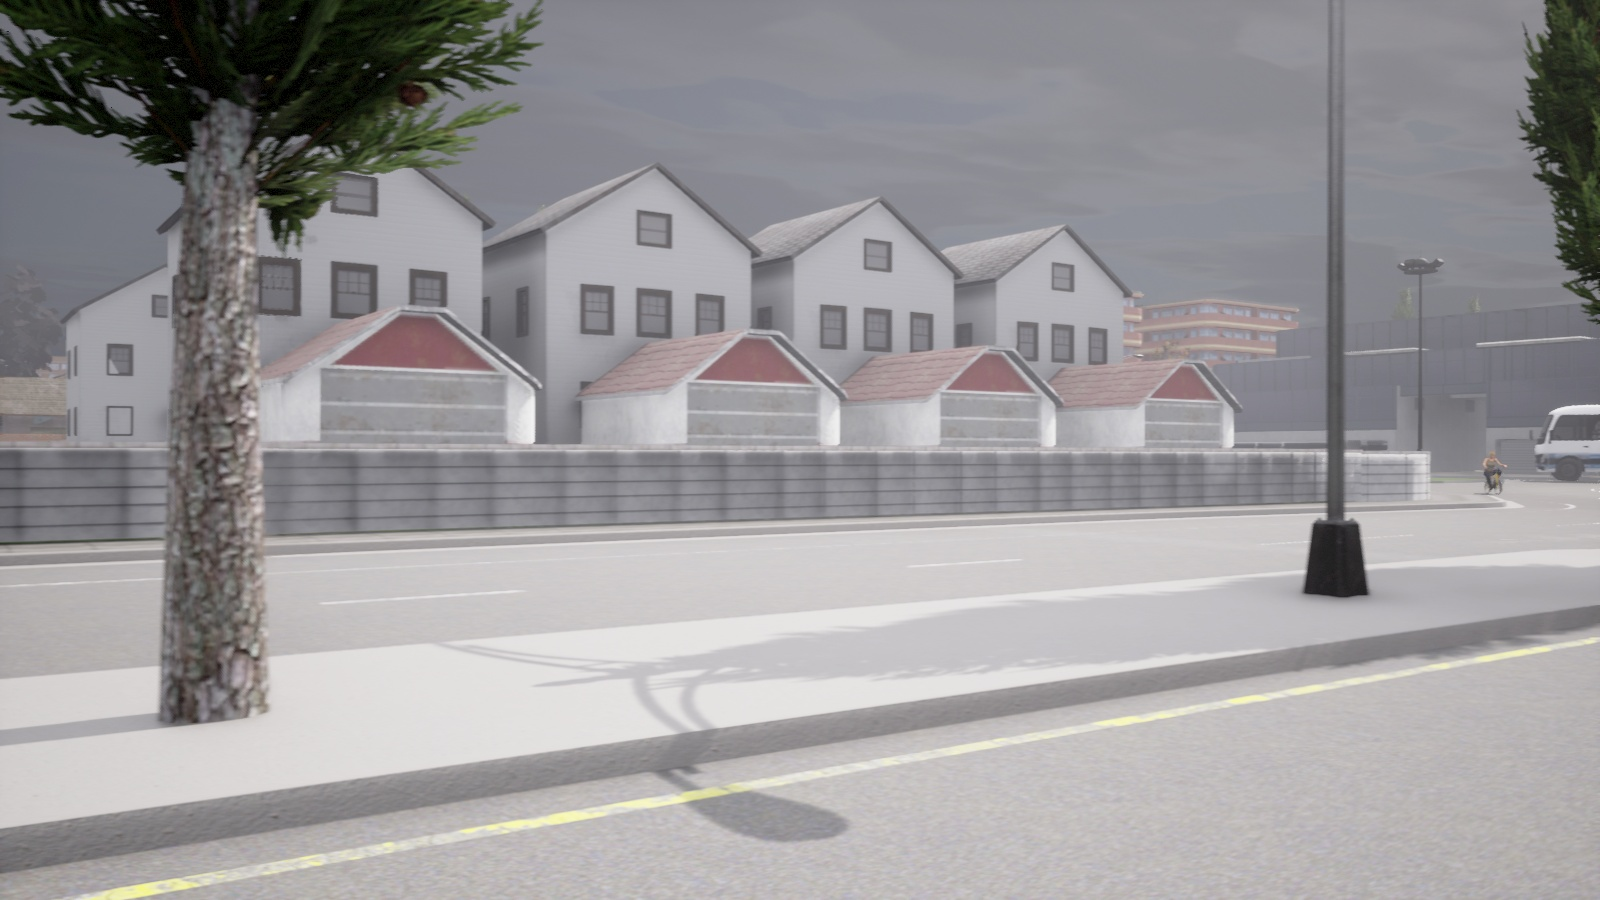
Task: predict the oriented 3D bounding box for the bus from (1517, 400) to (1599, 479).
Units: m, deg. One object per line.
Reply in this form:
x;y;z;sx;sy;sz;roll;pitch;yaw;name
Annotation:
45.294;-0.563;68.757;10.273;4.253;3.944;0;0;26;bus

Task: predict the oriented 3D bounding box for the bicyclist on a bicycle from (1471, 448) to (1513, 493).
25.509;0.738;46.292;0.866;1.612;1.509;0;0;8;bicyclist on a bicycle
